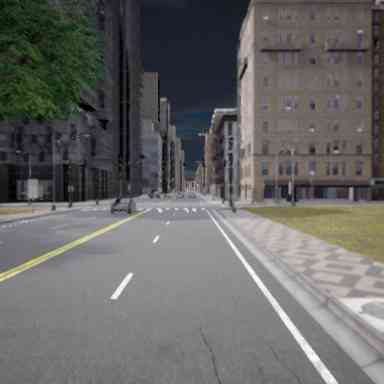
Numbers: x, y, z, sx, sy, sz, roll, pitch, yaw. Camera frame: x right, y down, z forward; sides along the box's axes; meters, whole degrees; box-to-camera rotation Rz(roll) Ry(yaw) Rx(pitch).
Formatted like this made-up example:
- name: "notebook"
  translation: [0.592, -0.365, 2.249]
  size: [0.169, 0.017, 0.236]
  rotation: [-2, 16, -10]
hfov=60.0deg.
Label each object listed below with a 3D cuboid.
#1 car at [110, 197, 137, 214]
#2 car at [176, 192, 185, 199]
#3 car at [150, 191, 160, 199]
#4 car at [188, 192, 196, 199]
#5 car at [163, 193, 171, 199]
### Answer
- name: "car"
  translation: [-6.519, 1.296, 31.937]
  size: [1.837, 1.490, 4.892]
  rotation: [0, 0, 0]
- name: "car"
  translation: [-3.224, 0.987, 88.338]
  size: [2.033, 1.411, 5.357]
  rotation: [0, 0, 0]
- name: "car"
  translation: [-9.725, 0.722, 87.287]
  size: [2.150, 2.045, 5.566]
  rotation: [0, 0, 0]
- name: "car"
  translation: [0.026, 1.031, 89.169]
  size: [1.994, 1.385, 4.181]
  rotation: [0, 0, 0]
- name: "car"
  translation: [-6.475, 0.997, 87.317]
  size: [1.837, 1.490, 4.892]
  rotation: [0, 0, 0]
